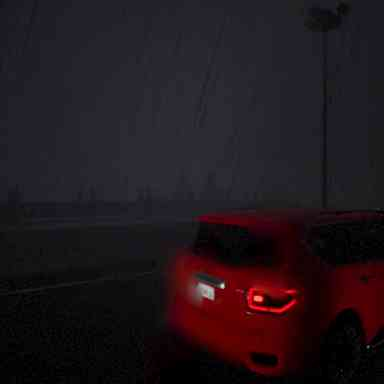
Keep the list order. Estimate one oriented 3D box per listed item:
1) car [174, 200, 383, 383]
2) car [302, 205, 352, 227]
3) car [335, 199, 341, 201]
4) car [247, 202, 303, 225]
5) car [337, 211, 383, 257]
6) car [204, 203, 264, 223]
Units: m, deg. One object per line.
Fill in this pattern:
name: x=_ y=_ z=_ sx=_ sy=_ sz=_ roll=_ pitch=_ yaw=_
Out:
car: x=2.354 y=1.268 z=5.456 sx=5.566 sy=2.045 sz=2.150 roll=0 pitch=0 yaw=-35
car: x=10.391 y=1.773 z=25.476 sx=4.181 sy=1.385 sz=1.994 roll=1 pitch=0 yaw=-44
car: x=27.629 y=2.098 z=62.721 sx=1.994 sy=1.385 sz=4.181 roll=0 pitch=0 yaw=21
car: x=6.817 y=1.668 z=26.914 sx=5.008 sy=1.535 sz=1.882 roll=1 pitch=0 yaw=-42
car: x=8.360 y=1.640 z=14.251 sx=4.892 sy=1.490 sz=1.837 roll=1 pitch=0 yaw=-38
car: x=3.715 y=1.725 z=28.762 sx=5.357 sy=1.411 sz=2.033 roll=1 pitch=0 yaw=-41
